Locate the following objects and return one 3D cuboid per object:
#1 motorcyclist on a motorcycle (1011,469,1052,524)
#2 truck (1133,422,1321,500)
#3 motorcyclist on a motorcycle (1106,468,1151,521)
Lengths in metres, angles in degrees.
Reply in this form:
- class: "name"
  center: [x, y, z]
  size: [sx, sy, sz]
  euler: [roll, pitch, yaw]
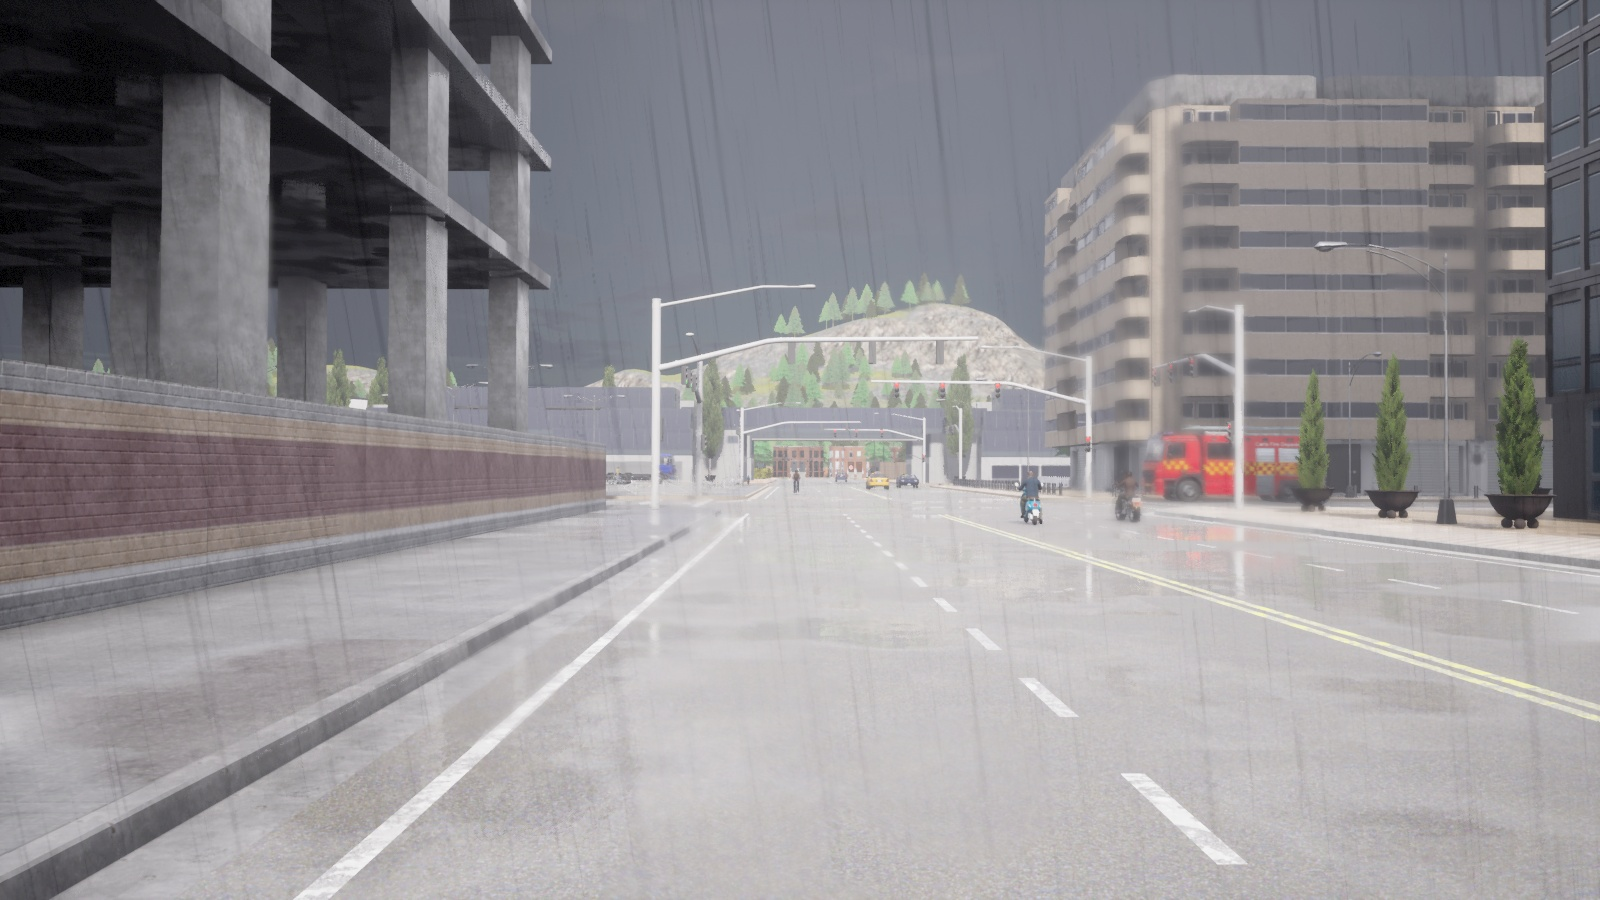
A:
- class: "motorcyclist on a motorcycle"
  center: [6.898, 1.368, 37.521]
  size: [0.866, 1.590, 1.817]
  euler: [0, 0, 0]
- class: "truck"
  center: [21.513, 0.573, 63.553]
  size: [8.468, 3.827, 2.891]
  euler: [0, -1, 0]
- class: "motorcyclist on a motorcycle"
  center: [10.392, 1.390, 39.816]
  size: [0.766, 1.649, 2.350]
  euler: [0, -1, 0]
